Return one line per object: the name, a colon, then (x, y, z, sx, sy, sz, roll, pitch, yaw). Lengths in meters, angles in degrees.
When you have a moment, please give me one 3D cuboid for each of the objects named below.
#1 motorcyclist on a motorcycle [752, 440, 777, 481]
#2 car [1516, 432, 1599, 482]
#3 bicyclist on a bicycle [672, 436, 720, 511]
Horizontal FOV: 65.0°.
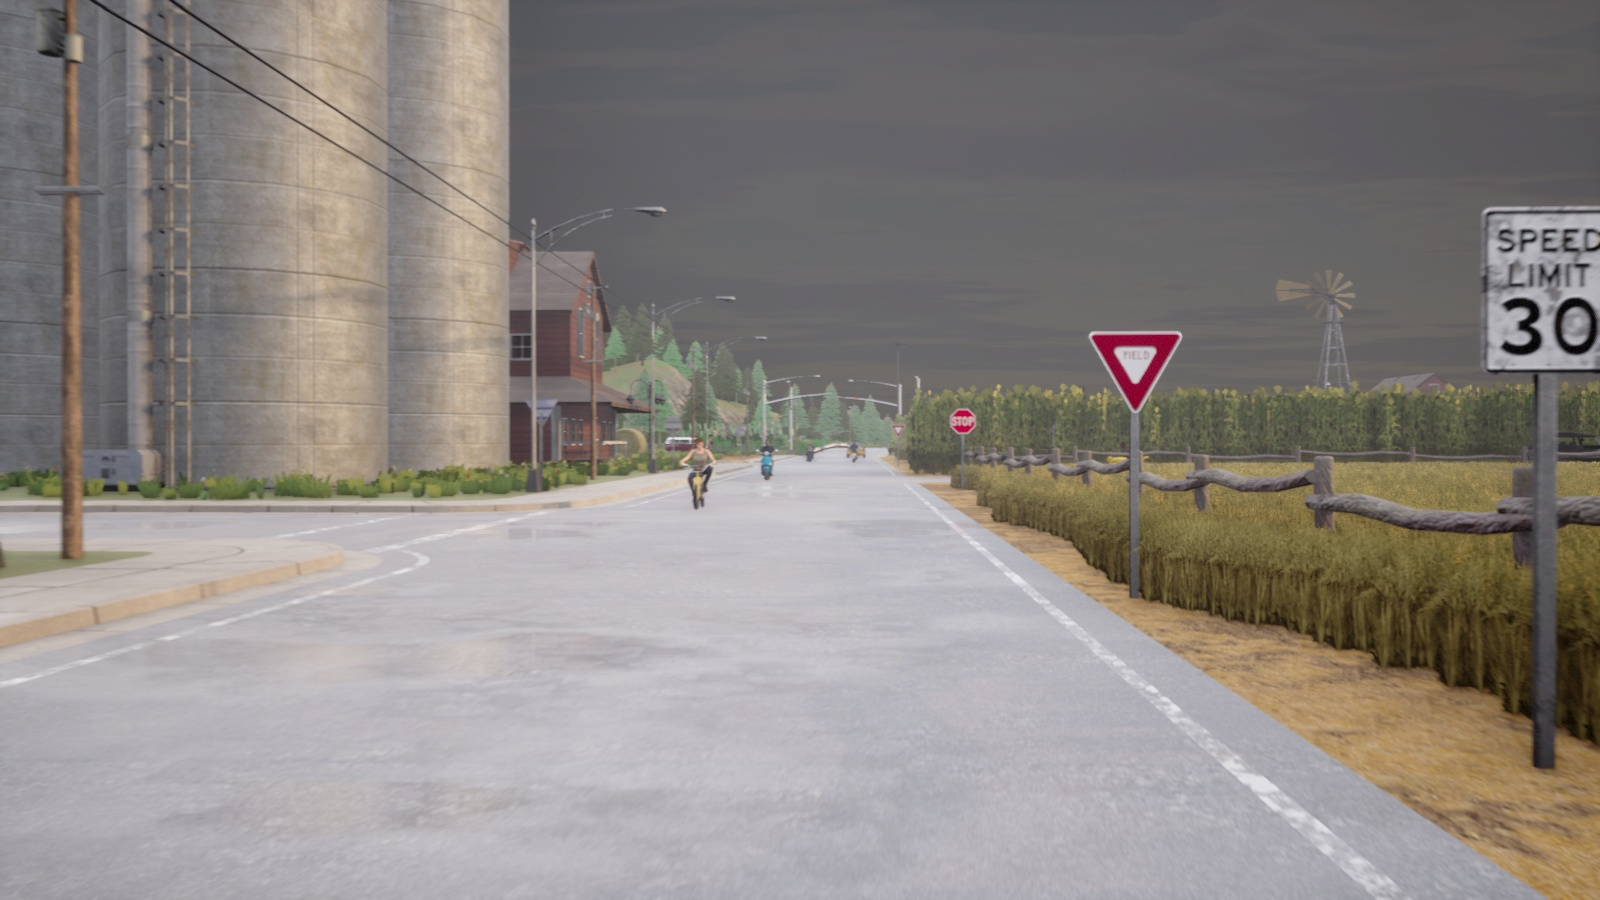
motorcyclist on a motorcycle: (-1.377, 0.388, 49.439, 0.866, 1.590, 1.817, 0, 0, 2)
car: (29.749, 0.250, 47.800, 3.866, 1.878, 1.905, 0, 0, 3)
bicyclist on a bicycle: (-2.296, 0.506, 27.805, 0.866, 1.612, 1.509, 0, 0, 3)
